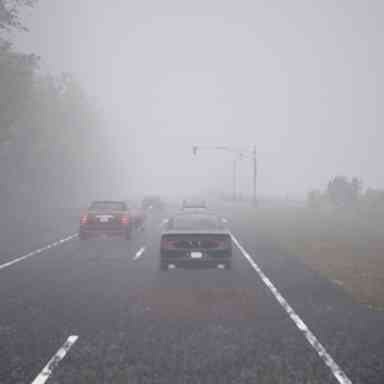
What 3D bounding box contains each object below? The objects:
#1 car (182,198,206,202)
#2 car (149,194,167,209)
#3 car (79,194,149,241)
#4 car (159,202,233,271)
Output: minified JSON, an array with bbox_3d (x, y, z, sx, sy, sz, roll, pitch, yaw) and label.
[{"bbox_3d":[0.115,1.089,20.249,2.128,1.511,4.902,0,1,0],"label":"car"},{"bbox_3d":[-3.392,0.914,29.882,1.837,1.490,4.892,0,2,0],"label":"car"},{"bbox_3d":[-3.397,1.054,14.997,2.097,1.767,4.553,0,1,0],"label":"car"},{"bbox_3d":[0.102,1.274,10.200,1.882,1.535,5.008,0,1,0],"label":"car"}]
